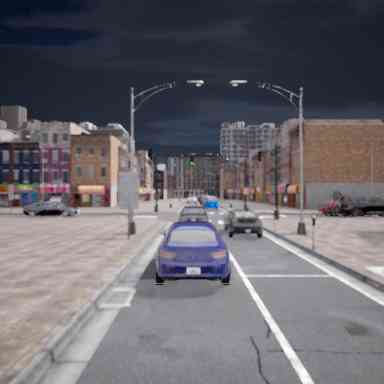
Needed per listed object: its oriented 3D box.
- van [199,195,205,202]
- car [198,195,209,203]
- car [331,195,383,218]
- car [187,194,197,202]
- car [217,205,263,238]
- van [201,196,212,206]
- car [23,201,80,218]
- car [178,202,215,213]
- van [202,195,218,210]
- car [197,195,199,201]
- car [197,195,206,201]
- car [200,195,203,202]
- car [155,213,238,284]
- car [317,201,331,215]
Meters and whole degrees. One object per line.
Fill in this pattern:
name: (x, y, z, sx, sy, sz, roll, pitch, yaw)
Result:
van: (2.635, 1.676, 88.630, 1.690, 1.788, 3.998, 0, 0, 0)
car: (2.635, 1.602, 77.680, 2.192, 1.841, 5.009, 0, 0, 0)
car: (15.988, 1.321, 29.955, 5.566, 2.045, 2.150, 0, 0, 1)
car: (0.001, 1.491, 74.895, 2.150, 2.045, 5.566, 0, 0, 0)
car: (2.636, 1.598, 17.824, 2.008, 1.369, 4.403, 0, 0, 0)
van: (2.635, 1.555, 61.254, 1.690, 1.788, 3.998, 0, 0, 0)
car: (-12.640, 1.601, 30.057, 4.902, 1.511, 2.128, 0, 0, 0)
car: (0.099, 1.605, 20.946, 2.033, 1.411, 5.357, 0, 0, 0)
van: (2.635, 1.487, 44.828, 1.690, 1.788, 3.998, 0, 0, 0)
car: (2.633, 1.553, 66.727, 2.192, 1.841, 5.009, 0, 0, 0)
car: (2.635, 1.675, 94.106, 2.192, 1.841, 5.009, 0, 0, 0)
car: (2.636, 1.608, 50.302, 1.967, 1.590, 4.097, 0, 0, 0)
car: (0.019, 1.548, 9.493, 1.812, 1.442, 4.674, 0, 0, 0)
car: (15.396, 1.325, 32.869, 5.566, 2.045, 2.150, 0, 0, 0)
